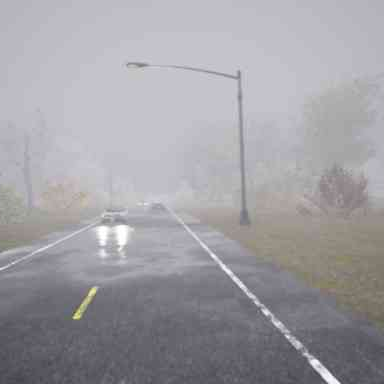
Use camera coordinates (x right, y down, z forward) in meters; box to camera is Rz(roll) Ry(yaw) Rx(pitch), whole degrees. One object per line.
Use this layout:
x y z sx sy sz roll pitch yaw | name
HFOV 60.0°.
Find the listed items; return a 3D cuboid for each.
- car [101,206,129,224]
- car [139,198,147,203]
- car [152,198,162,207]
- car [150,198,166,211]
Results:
-6.442 1.908 28.079 1.895 1.301 4.718 -2 0 -6 | car
-12.608 2.251 86.033 1.895 1.301 4.718 -2 0 -6 | car
-6.580 1.912 62.891 1.812 1.442 4.674 -2 0 -6 | car
-4.617 1.804 45.169 1.812 1.442 4.674 -2 0 -6 | car
